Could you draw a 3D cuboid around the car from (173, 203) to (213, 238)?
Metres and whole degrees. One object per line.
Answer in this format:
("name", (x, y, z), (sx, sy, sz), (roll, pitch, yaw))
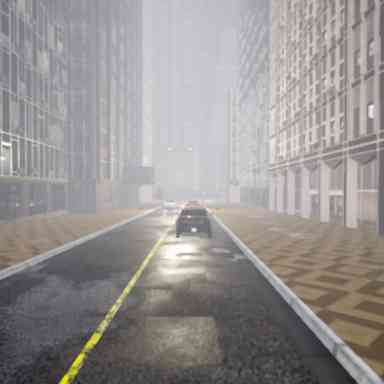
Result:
("car", (0.102, 1.570, 18.306), (1.837, 1.490, 4.892), (0, 0, 0))

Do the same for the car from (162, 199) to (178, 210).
("car", (-2.994, 1.711, 47.070), (1.812, 1.442, 4.674), (0, 0, 0))

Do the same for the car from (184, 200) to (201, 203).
("car", (0.106, 1.628, 39.020), (1.882, 1.535, 5.008), (0, 0, 0))
